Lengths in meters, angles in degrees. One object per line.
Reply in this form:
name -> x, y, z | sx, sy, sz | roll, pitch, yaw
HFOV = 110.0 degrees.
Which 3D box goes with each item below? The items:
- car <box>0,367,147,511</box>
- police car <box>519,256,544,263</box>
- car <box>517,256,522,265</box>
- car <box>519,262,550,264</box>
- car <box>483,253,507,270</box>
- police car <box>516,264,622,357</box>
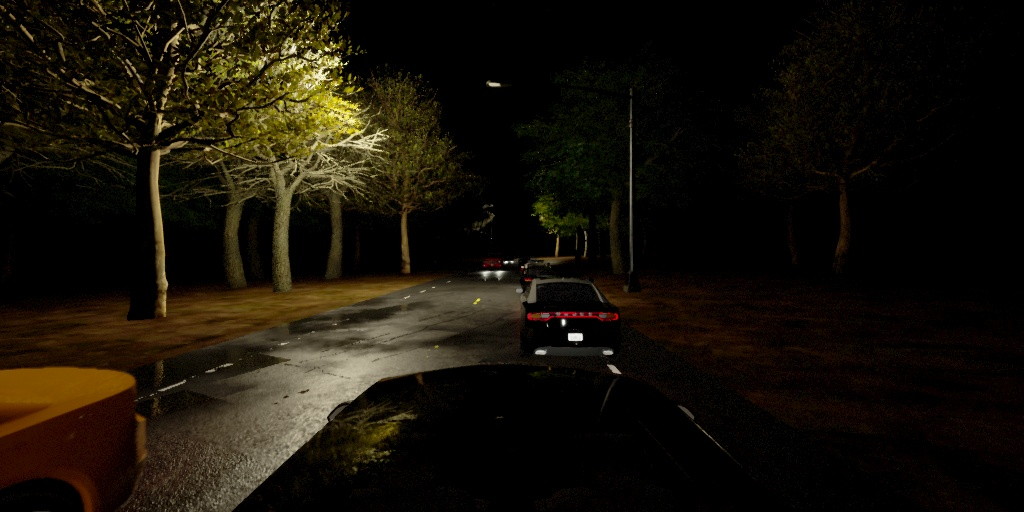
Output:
car -> -3.573, 1.226, 0.425 | 1.882, 1.535, 5.008 | 0, 0, 0
police car -> 1.658, 1.058, 24.585 | 1.930, 1.638, 5.238 | 0, 1, 3
car -> 1.802, 0.836, 50.144 | 1.837, 1.490, 4.892 | 0, 1, 2
car -> 1.399, 1.215, 18.498 | 1.812, 1.442, 4.674 | 0, 0, 2
car -> -2.159, 0.639, 43.553 | 2.150, 2.045, 5.566 | 0, 1, 3
police car -> 1.123, 1.166, 8.670 | 1.930, 1.638, 5.238 | 0, 0, 1
